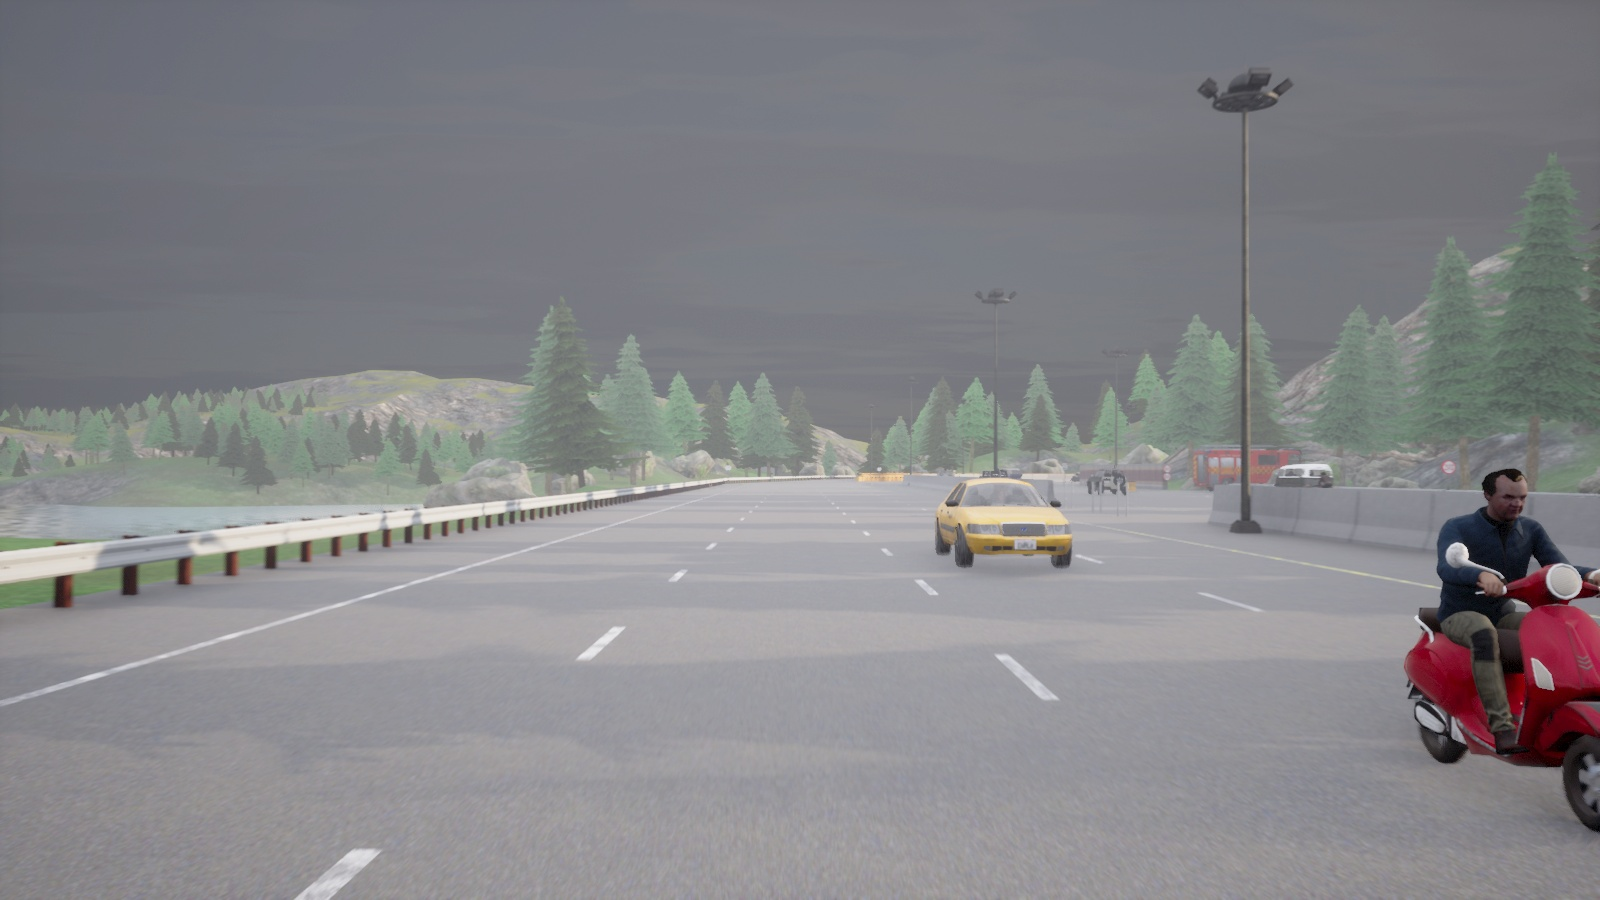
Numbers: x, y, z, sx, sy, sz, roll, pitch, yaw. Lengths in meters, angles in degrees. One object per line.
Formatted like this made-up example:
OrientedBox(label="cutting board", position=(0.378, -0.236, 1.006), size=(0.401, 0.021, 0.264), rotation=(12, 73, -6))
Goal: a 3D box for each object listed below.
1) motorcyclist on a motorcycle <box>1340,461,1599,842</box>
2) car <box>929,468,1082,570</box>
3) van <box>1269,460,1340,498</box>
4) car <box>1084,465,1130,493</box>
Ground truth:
OrientedBox(label="motorcyclist on a motorcycle", position=(3.485, 0.857, 6.168), size=(0.866, 1.590, 1.817), rotation=(0, -1, 0))
OrientedBox(label="car", position=(3.448, 1.108, 22.080), size=(1.801, 1.575, 5.366), rotation=(0, -1, 0))
OrientedBox(label="van", position=(27.835, 1.585, 69.434), size=(2.069, 2.038, 4.480), rotation=(0, -1, 0))
OrientedBox(label="car", position=(20.798, 1.969, 85.230), size=(1.932, 1.855, 4.605), rotation=(0, -1, 0))
